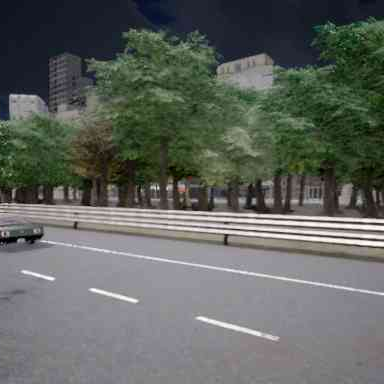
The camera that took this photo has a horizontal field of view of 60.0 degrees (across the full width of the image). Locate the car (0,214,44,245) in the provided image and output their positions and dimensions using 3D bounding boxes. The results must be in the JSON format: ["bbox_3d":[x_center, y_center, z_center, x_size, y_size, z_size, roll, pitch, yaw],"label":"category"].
[{"bbox_3d":[-8.430,1.601,14.192,4.718,1.301,1.895,0,0,36],"label":"car"}]
